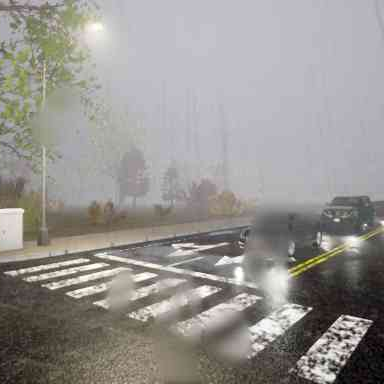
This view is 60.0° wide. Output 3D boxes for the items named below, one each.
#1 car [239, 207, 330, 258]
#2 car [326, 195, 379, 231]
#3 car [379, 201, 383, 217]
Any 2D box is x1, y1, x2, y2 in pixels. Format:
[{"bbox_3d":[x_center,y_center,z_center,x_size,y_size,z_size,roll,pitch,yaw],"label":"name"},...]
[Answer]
[{"bbox_3d":[3.659,1.520,13.183,1.837,1.490,4.892,0,0,39],"label":"car"},{"bbox_3d":[9.974,1.245,21.100,2.150,2.045,5.566,0,0,39],"label":"car"},{"bbox_3d":[16.689,1.514,29.500,1.882,1.535,5.008,0,0,38],"label":"car"}]
